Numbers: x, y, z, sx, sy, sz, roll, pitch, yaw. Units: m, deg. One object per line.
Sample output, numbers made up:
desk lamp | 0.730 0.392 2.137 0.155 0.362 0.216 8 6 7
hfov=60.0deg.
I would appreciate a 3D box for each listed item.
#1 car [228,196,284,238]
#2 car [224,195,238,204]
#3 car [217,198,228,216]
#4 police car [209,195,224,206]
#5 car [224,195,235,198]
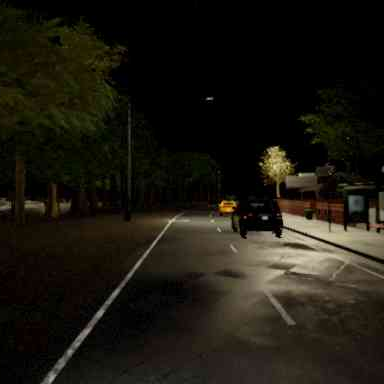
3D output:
car | 3.589 1.400 19.015 2.150 2.045 5.566 0 0 0
car | 9.847 1.789 83.864 2.150 2.045 5.566 0 0 22
car | 4.048 1.793 37.165 1.882 1.535 5.008 0 0 4
police car | 4.774 1.931 68.856 1.930 1.638 5.238 0 0 16
car | 7.756 1.767 78.268 2.150 2.045 5.566 0 0 19
